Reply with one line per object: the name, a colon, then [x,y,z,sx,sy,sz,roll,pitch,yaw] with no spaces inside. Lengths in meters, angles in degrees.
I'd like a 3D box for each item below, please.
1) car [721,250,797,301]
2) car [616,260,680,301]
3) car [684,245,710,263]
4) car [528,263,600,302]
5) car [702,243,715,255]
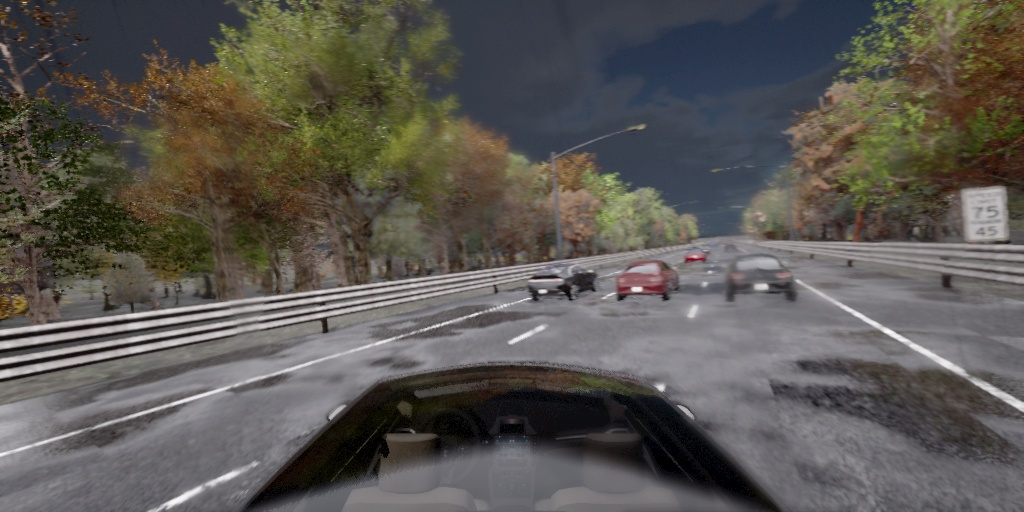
car: [8.421,0.654,12.430,1.812,1.442,4.674,-4,0,31]
car: [5.420,0.885,14.220,1.812,1.442,4.674,-4,0,31]
car: [19.200,-0.094,37.465,1.994,1.385,4.181,-4,0,31]
car: [2.423,1.082,16.013,2.128,1.511,4.902,-4,0,31]
car: [28.388,-0.743,52.969,1.895,1.301,4.718,-4,0,31]
